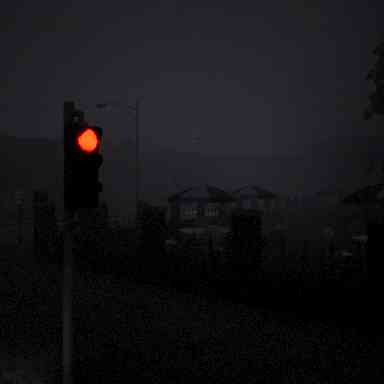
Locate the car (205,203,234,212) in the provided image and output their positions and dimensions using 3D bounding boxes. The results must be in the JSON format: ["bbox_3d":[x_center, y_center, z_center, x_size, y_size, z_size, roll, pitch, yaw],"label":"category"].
[{"bbox_3d":[3.121,1.524,39.738,2.033,1.411,5.357,0,0,33],"label":"car"}]
